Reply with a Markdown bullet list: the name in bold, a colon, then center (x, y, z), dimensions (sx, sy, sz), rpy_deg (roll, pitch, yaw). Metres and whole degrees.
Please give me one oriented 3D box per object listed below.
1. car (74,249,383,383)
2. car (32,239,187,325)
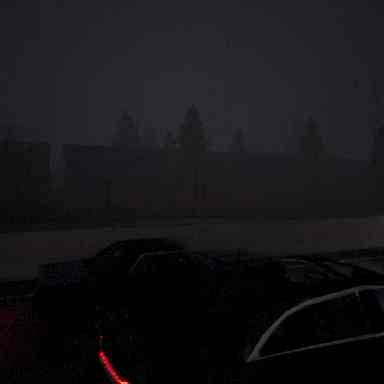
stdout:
- **car**: center (1.444, 1.491, 3.518), dimensions (4.902, 1.511, 2.128), rpy_deg (0, 0, -23)
- **car**: center (-0.474, 1.600, 6.508), dimensions (4.718, 1.301, 1.895), rpy_deg (0, 0, -23)
